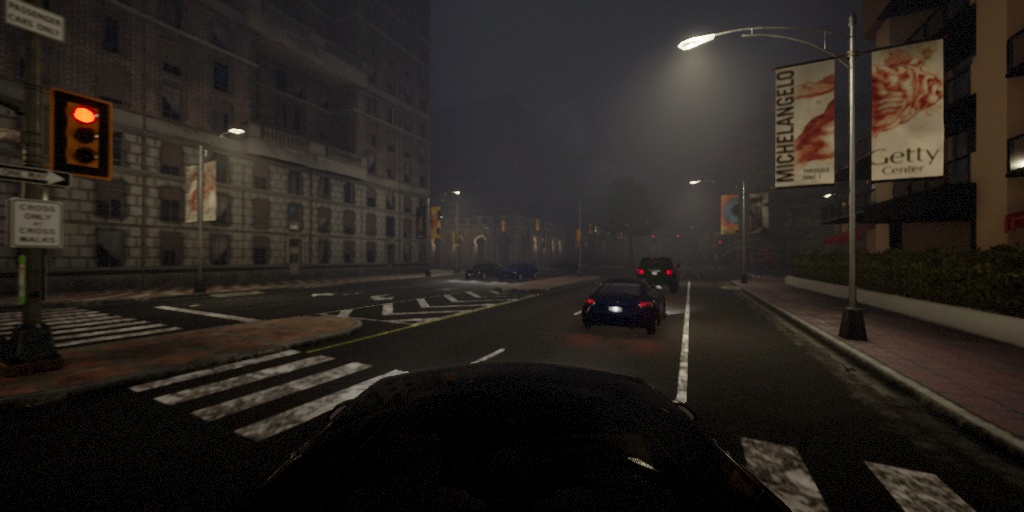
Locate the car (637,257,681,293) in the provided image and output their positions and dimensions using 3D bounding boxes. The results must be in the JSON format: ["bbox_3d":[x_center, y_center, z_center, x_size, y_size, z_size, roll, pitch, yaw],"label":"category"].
[{"bbox_3d":[9.077,1.058,22.202,2.150,2.045,5.566,0,0,27],"label":"car"}]

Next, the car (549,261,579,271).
[{"bbox_3d":[8.034,1.466,54.441,2.033,1.411,5.357,0,0,-37],"label":"car"}]

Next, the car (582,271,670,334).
[{"bbox_3d":[3.564,1.351,11.046,1.994,1.385,4.181,0,0,27],"label":"car"}]

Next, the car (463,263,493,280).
[{"bbox_3d":[-2.535,1.365,32.740,1.837,1.490,4.892,0,0,26],"label":"car"}]

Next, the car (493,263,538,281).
[{"bbox_3d":[0.592,1.324,31.167,1.882,1.535,5.008,0,0,26],"label":"car"}]
